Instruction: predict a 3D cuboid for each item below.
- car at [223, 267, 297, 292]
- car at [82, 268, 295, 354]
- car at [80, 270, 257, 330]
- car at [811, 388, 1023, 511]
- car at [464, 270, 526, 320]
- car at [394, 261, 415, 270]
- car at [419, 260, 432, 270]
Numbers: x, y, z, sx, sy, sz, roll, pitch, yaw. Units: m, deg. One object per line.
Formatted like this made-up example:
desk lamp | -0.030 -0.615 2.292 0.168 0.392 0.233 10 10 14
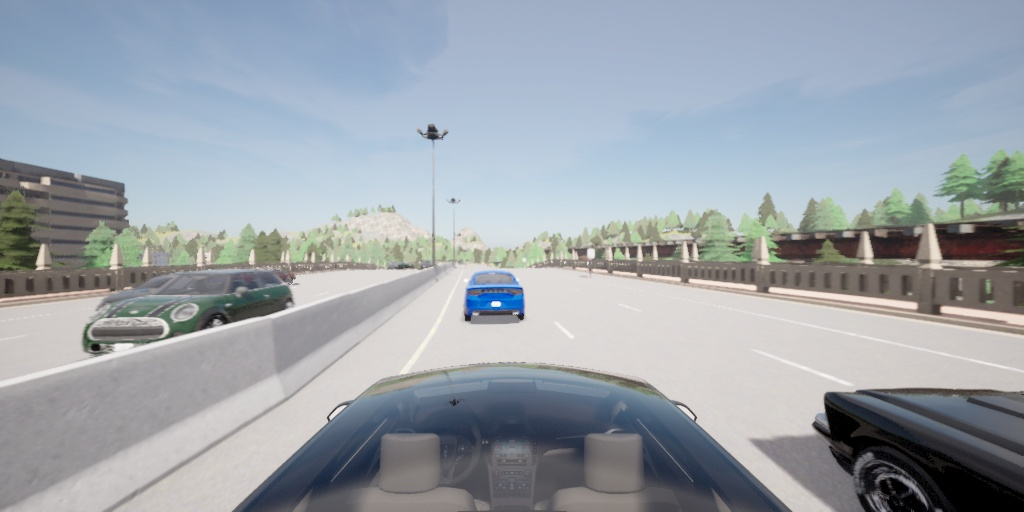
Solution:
car | -16.109 1.438 23.247 1.895 1.301 4.718 0 0 -7
car | -7.532 1.141 9.021 2.097 1.767 4.553 0 0 -5
car | -11.348 1.316 12.493 1.837 1.490 4.892 0 0 -6
car | 3.498 1.336 0.907 1.895 1.301 4.718 0 0 0
car | -0.689 1.230 12.750 1.882 1.535 5.008 0 0 -5
car | -16.270 1.491 55.059 1.895 1.301 4.718 0 -1 -6
car | -12.526 1.339 53.086 1.837 1.490 4.892 0 -1 -6
